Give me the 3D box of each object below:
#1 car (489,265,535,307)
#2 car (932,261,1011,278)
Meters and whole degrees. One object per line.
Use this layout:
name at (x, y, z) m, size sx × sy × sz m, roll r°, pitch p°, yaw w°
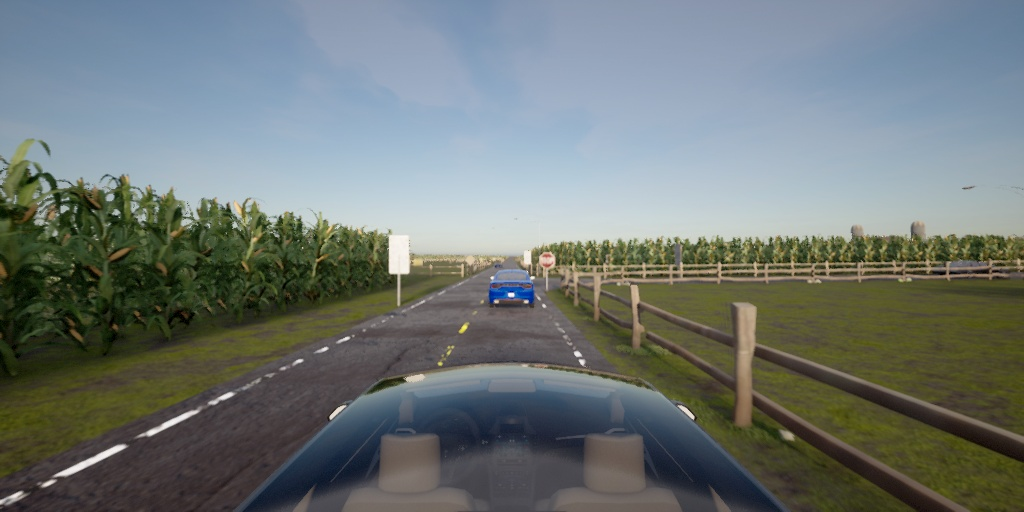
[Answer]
car at (0.032, 1.360, 16.318) m, size 1.882 × 1.535 × 5.008 m, roll 0°, pitch 0°, yaw 1°
car at (39.437, 1.142, 30.874) m, size 5.357 × 1.411 × 2.033 m, roll -1°, pitch 0°, yaw -5°
